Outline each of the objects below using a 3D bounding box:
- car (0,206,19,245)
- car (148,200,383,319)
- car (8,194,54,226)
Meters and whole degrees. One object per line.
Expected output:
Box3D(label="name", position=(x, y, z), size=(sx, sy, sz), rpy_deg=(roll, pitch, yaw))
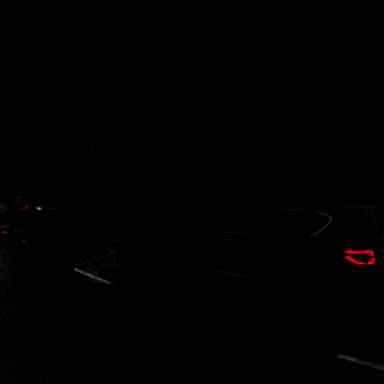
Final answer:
Box3D(label="car", position=(-8.988, 1.452, 14.214), size=(1.812, 1.442, 4.674), rpy_deg=(0, 0, -38))
Box3D(label="car", position=(1.417, 1.209, 7.647), size=(5.566, 2.045, 2.150), rpy_deg=(1, 1, 41))
Box3D(label="car", position=(-11.115, 1.116, 22.831), size=(2.150, 2.045, 5.566), rpy_deg=(0, 0, -36))
